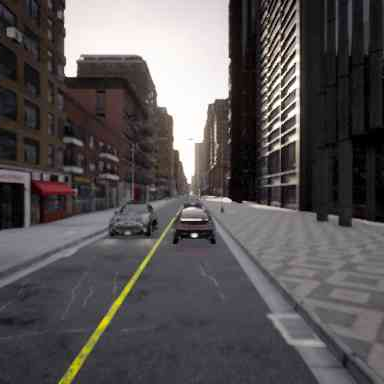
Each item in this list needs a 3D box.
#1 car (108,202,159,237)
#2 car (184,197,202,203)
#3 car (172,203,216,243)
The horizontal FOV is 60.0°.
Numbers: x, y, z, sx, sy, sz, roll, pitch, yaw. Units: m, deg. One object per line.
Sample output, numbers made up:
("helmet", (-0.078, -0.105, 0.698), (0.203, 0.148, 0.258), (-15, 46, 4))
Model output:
("car", (-3.035, 1.362, 18.052), (2.097, 1.767, 4.553), (0, 0, 0))
("car", (0.096, 1.413, 39.225), (2.097, 1.767, 4.553), (0, 0, 0))
("car", (0.099, 1.513, 15.970), (1.837, 1.490, 4.892), (0, 0, 0))
